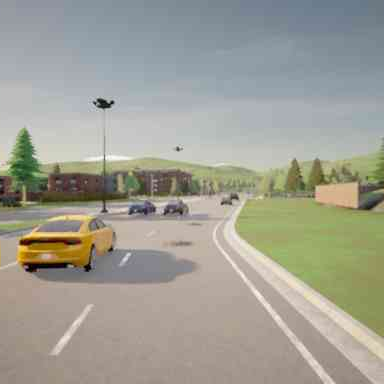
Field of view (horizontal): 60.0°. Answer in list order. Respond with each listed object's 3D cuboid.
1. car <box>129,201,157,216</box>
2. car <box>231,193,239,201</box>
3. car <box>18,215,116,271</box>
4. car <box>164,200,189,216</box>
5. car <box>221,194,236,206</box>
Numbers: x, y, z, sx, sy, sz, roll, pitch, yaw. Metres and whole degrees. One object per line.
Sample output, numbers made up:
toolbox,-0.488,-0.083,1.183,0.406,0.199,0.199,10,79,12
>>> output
car,-5.037,1.601,34.112,1.812,1.442,4.674,0,0,9
car,10.845,1.238,85.029,2.150,2.045,5.566,0,0,10
car,-3.868,1.519,11.121,1.882,1.535,5.008,-1,0,-2
car,-1.575,1.574,33.619,1.812,1.442,4.674,0,0,9
car,5.927,1.566,56.938,2.033,1.411,5.357,0,0,10
